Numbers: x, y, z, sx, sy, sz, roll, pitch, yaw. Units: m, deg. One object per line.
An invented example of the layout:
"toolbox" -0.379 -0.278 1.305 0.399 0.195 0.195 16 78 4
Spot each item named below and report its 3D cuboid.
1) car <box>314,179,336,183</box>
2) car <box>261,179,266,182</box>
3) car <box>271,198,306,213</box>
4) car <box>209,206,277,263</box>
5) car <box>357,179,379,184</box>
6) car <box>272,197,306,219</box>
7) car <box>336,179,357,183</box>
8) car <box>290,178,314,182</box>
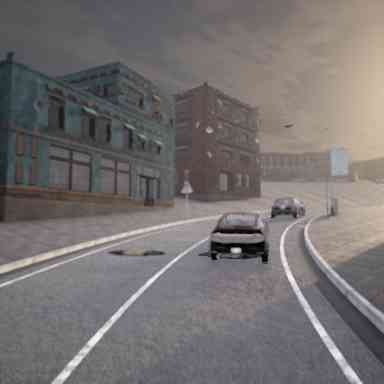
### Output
"car" 31.579 -2.467 80.945 4.892 1.521 2.231 0 -5 -6
"car" 15.205 -2.678 79.261 4.553 1.767 2.185 0 -5 -6
"car" 11.334 1.501 38.866 1.882 1.535 5.008 -4 -2 41
"car" 1.826 1.470 11.977 2.128 1.511 4.902 -1 0 13
"car" 42.576 -2.325 82.418 5.008 1.535 2.097 1 -5 -8
"car" 8.211 1.244 28.147 2.097 1.767 4.553 -2 -1 29
"car" 37.085 -2.363 81.620 4.674 1.452 2.002 1 -5 -7
"car" 26.089 -2.504 80.372 4.892 1.521 2.231 0 -5 -6
